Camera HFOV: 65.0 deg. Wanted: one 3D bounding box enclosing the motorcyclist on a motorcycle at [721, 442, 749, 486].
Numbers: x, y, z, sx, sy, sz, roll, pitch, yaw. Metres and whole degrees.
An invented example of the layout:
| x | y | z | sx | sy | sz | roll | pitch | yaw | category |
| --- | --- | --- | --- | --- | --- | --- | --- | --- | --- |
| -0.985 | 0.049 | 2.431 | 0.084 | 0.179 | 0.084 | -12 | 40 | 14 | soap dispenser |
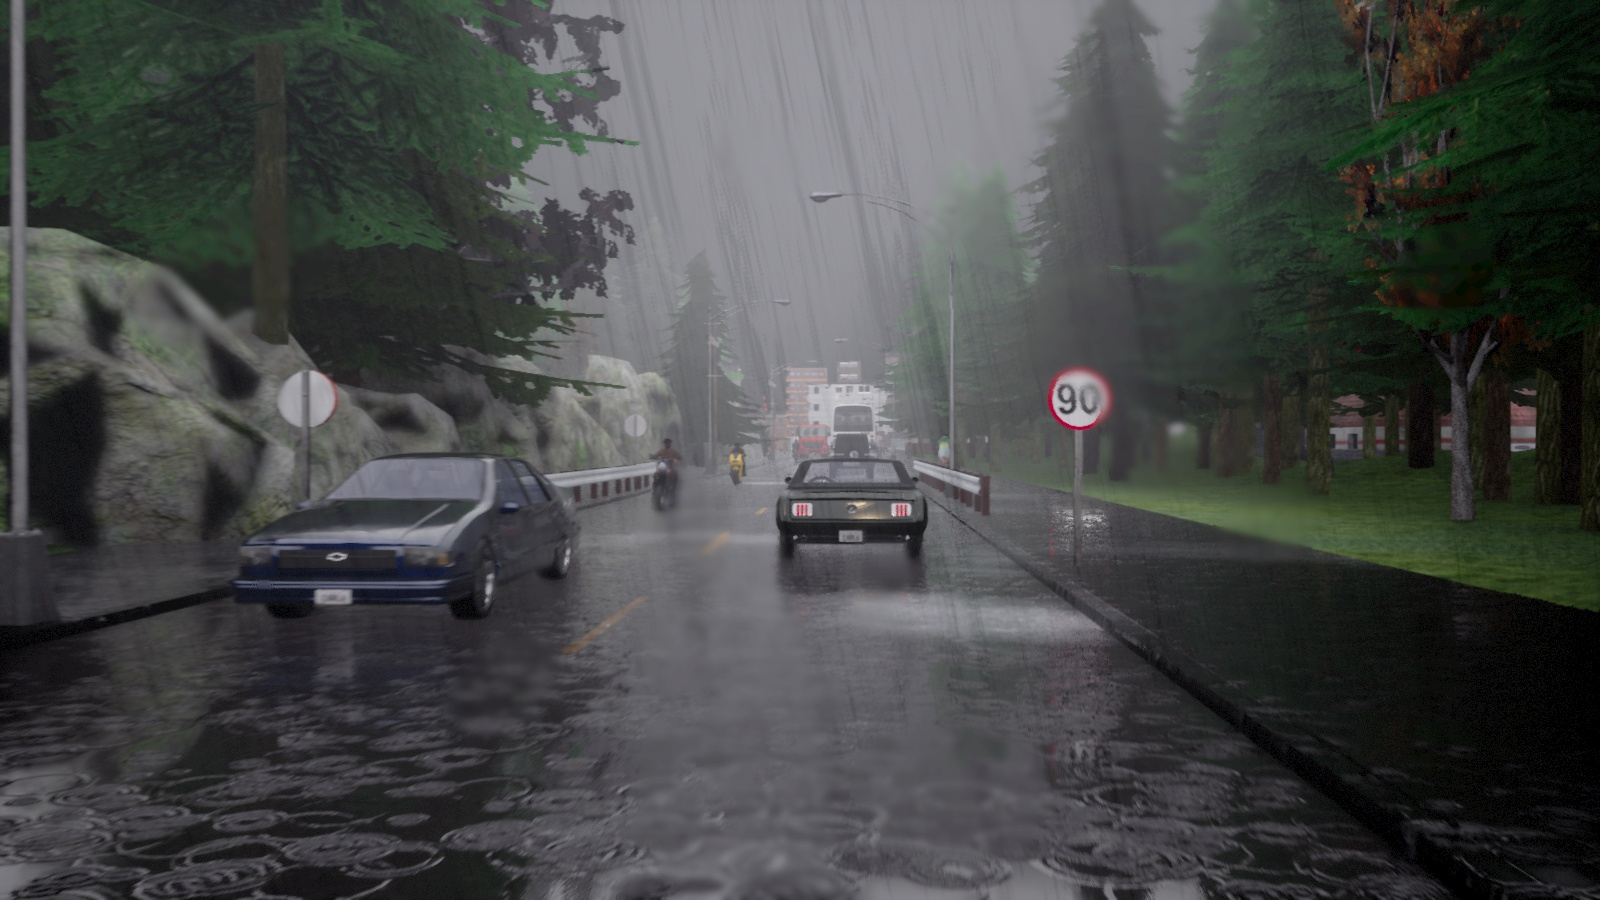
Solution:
| x | y | z | sx | sy | sz | roll | pitch | yaw | category |
| --- | --- | --- | --- | --- | --- | --- | --- | --- | --- |
| -2.278 | 0.478 | 43.995 | 0.797 | 1.523 | 2.044 | 0 | 0 | 2 | motorcyclist on a motorcycle |

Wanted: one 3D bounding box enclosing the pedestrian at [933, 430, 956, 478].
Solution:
| x | y | z | sx | sy | sz | roll | pitch | yaw | category |
| --- | --- | --- | --- | --- | --- | --- | --- | --- | --- |
| 5.922 | 0.173 | 51.388 | 0.659 | 1.952 | 0.873 | 0 | 0 | 31 | pedestrian |

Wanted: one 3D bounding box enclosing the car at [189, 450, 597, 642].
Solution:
| x | y | z | sx | sy | sz | roll | pitch | yaw | category |
| --- | --- | --- | --- | --- | --- | --- | --- | --- | --- |
| -3.516 | 0.721 | 12.171 | 2.033 | 1.411 | 5.357 | 0 | 0 | 2 | car |

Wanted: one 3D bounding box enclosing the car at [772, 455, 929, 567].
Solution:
| x | y | z | sx | sy | sz | roll | pitch | yaw | category |
| --- | --- | --- | --- | --- | --- | --- | --- | --- | --- |
| 0.693 | 0.749 | 17.544 | 1.895 | 1.301 | 4.718 | 0 | 0 | 2 | car |

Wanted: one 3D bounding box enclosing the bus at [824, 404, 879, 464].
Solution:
| x | y | z | sx | sy | sz | roll | pitch | yaw | category |
| --- | --- | --- | --- | --- | --- | --- | --- | --- | --- |
| 3.877 | -1.158 | 94.336 | 3.944 | 4.253 | 10.273 | 0 | 0 | 2 | bus |

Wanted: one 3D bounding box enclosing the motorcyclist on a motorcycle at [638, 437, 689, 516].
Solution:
| x | y | z | sx | sy | sz | roll | pitch | yaw | category |
| --- | --- | --- | --- | --- | --- | --- | --- | --- | --- |
| -2.939 | 0.540 | 27.195 | 0.766 | 1.649 | 2.350 | 0 | 0 | 2 | motorcyclist on a motorcycle |

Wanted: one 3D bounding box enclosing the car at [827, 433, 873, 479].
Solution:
| x | y | z | sx | sy | sz | roll | pitch | yaw | category |
| --- | --- | --- | --- | --- | --- | --- | --- | --- | --- |
| 2.156 | 0.240 | 54.077 | 1.905 | 1.878 | 3.866 | 0 | 0 | 2 | car |
